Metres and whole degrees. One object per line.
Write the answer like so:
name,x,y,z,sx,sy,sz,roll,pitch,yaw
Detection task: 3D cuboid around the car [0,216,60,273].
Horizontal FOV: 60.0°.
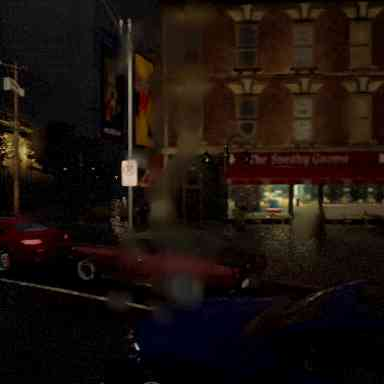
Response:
car,-5.984,1.488,10.379,4.674,1.452,2.002,0,0,22

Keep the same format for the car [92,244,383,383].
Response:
car,1.482,1.508,2.711,4.674,1.442,1.812,0,0,34

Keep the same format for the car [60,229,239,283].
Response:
car,-0.790,1.560,7.958,4.718,1.301,1.895,0,0,32
